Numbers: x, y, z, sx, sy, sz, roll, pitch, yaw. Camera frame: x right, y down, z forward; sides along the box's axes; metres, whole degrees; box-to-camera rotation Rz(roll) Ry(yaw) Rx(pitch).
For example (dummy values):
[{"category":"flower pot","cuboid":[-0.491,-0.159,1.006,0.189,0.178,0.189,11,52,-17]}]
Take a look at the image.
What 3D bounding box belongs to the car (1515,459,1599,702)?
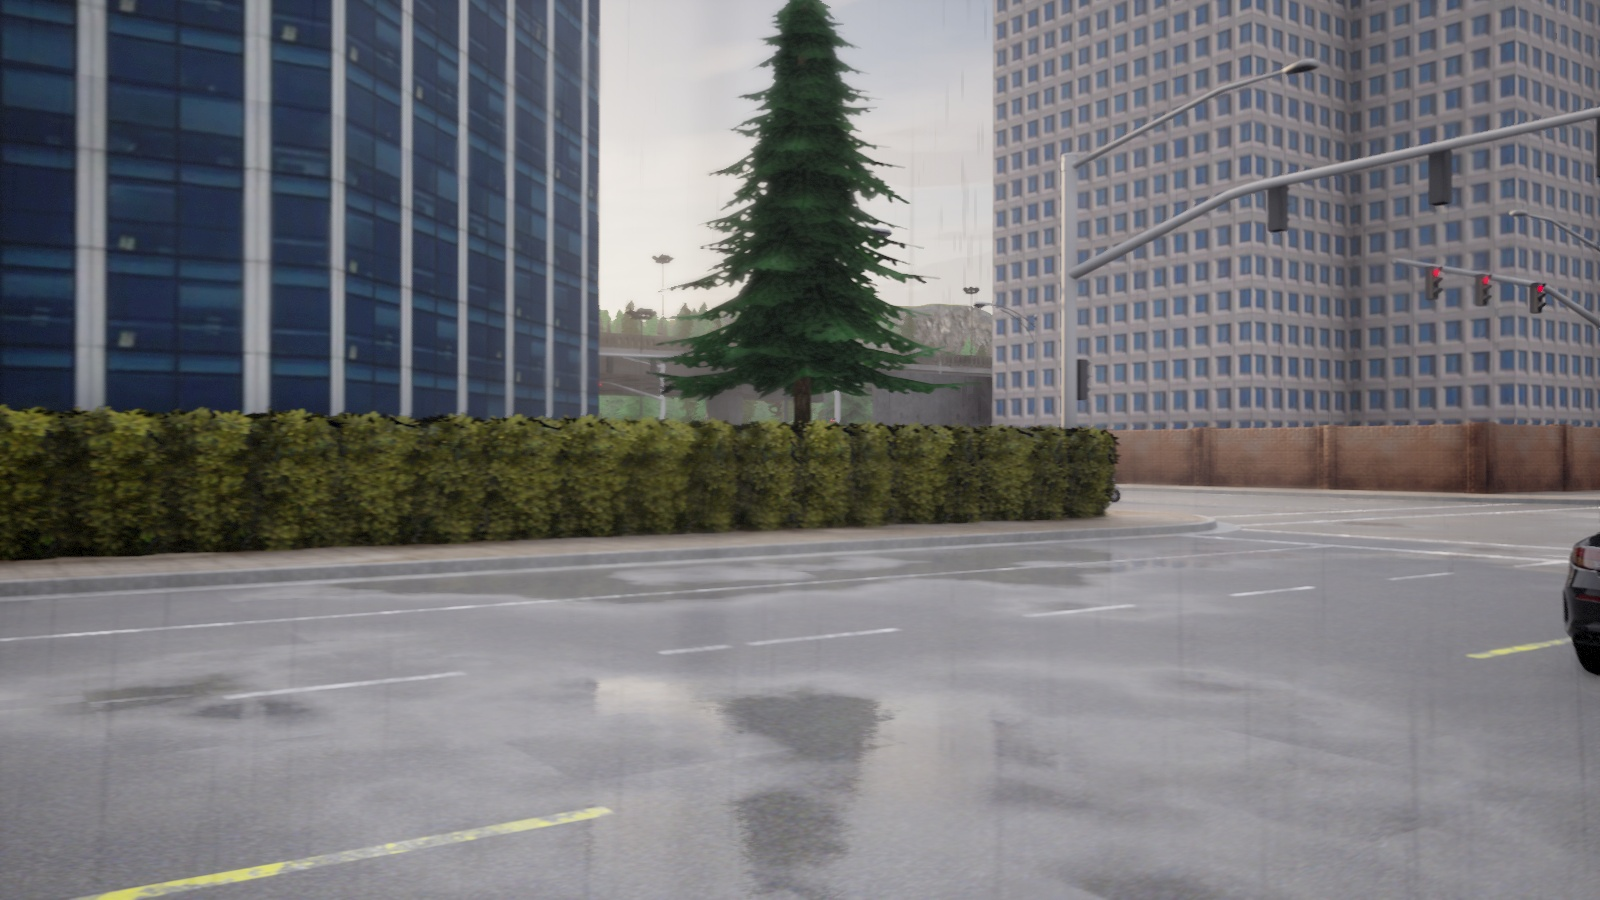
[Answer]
[{"category":"car","cuboid":[6.927,0.777,8.478,4.674,1.442,1.812,0,0,-35]}]
